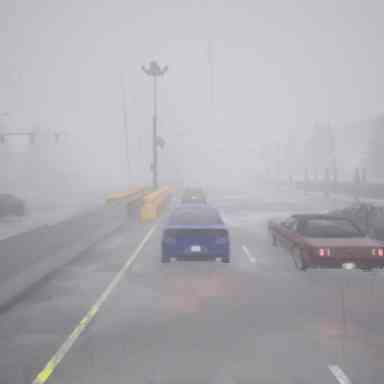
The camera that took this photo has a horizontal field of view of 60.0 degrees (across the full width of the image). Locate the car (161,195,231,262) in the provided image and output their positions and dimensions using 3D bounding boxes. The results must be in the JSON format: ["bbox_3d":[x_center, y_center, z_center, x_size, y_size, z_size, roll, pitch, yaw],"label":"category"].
[{"bbox_3d":[0.101,1.119,10.745,1.882,1.535,5.008,0,3,0],"label":"car"}]

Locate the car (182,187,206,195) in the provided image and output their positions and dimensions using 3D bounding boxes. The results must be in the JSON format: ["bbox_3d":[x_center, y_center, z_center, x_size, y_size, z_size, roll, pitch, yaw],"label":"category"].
[{"bbox_3d":[0.160,0.280,26.775,1.994,1.385,4.181,0,3,0],"label":"car"}]

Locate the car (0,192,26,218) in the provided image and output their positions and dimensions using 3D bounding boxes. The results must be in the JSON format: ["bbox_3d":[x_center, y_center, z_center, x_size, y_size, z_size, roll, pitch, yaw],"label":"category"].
[{"bbox_3d":[-10.567,0.776,17.566,1.812,1.442,4.674,0,3,0],"label":"car"}]

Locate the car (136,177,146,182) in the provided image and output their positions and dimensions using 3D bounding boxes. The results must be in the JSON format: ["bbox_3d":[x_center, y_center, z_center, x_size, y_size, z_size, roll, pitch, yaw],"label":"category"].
[{"bbox_3d":[-13.605,-3.359,88.648,1.812,1.442,4.674,0,3,0],"label":"car"}]

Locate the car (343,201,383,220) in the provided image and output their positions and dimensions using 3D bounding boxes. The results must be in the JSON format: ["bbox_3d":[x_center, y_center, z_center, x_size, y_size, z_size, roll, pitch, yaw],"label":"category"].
[{"bbox_3d":[7.102,1.073,12.867,2.033,1.411,5.357,0,3,0],"label":"car"}]

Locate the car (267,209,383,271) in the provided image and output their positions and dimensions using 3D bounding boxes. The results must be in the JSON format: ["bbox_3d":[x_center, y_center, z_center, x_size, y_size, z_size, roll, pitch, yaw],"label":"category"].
[{"bbox_3d":[3.600,1.292,9.818,1.895,1.301,4.718,0,3,0],"label":"car"}]
